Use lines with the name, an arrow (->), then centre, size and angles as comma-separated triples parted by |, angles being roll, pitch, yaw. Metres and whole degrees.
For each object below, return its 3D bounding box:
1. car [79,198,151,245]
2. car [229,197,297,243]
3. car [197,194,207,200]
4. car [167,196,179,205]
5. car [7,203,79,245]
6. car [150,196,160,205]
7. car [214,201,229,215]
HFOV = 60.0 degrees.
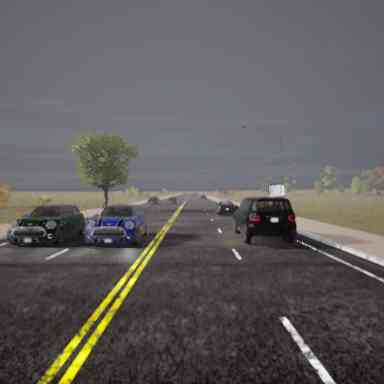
car -> -3.356, 1.359, 15.538 | 2.097, 1.767, 4.553 | 0, 0, 0
car -> 3.344, 1.229, 16.137 | 2.150, 2.045, 5.566 | 0, 0, 0
car -> 3.214, 1.519, 94.503 | 1.837, 1.490, 4.892 | 0, 0, 0
car -> -3.323, 1.521, 57.642 | 1.837, 1.490, 4.892 | 0, 0, 1
car -> -6.607, 1.359, 15.615 | 2.097, 1.767, 4.553 | 0, 0, 0
car -> -6.573, 1.521, 57.642 | 1.837, 1.490, 4.892 | 0, 0, 1
car -> 3.336, 1.578, 33.463 | 1.994, 1.385, 4.181 | 0, 0, 0
